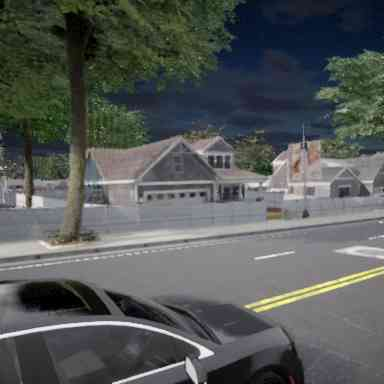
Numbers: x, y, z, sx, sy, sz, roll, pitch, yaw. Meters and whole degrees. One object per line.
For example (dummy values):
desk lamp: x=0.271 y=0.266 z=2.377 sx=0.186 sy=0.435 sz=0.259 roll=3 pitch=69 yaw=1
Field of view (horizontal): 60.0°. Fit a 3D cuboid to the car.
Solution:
car: x=-1.121 y=1.504 z=2.638 sx=4.892 sy=1.490 sz=1.837 roll=0 pitch=0 yaw=-35
